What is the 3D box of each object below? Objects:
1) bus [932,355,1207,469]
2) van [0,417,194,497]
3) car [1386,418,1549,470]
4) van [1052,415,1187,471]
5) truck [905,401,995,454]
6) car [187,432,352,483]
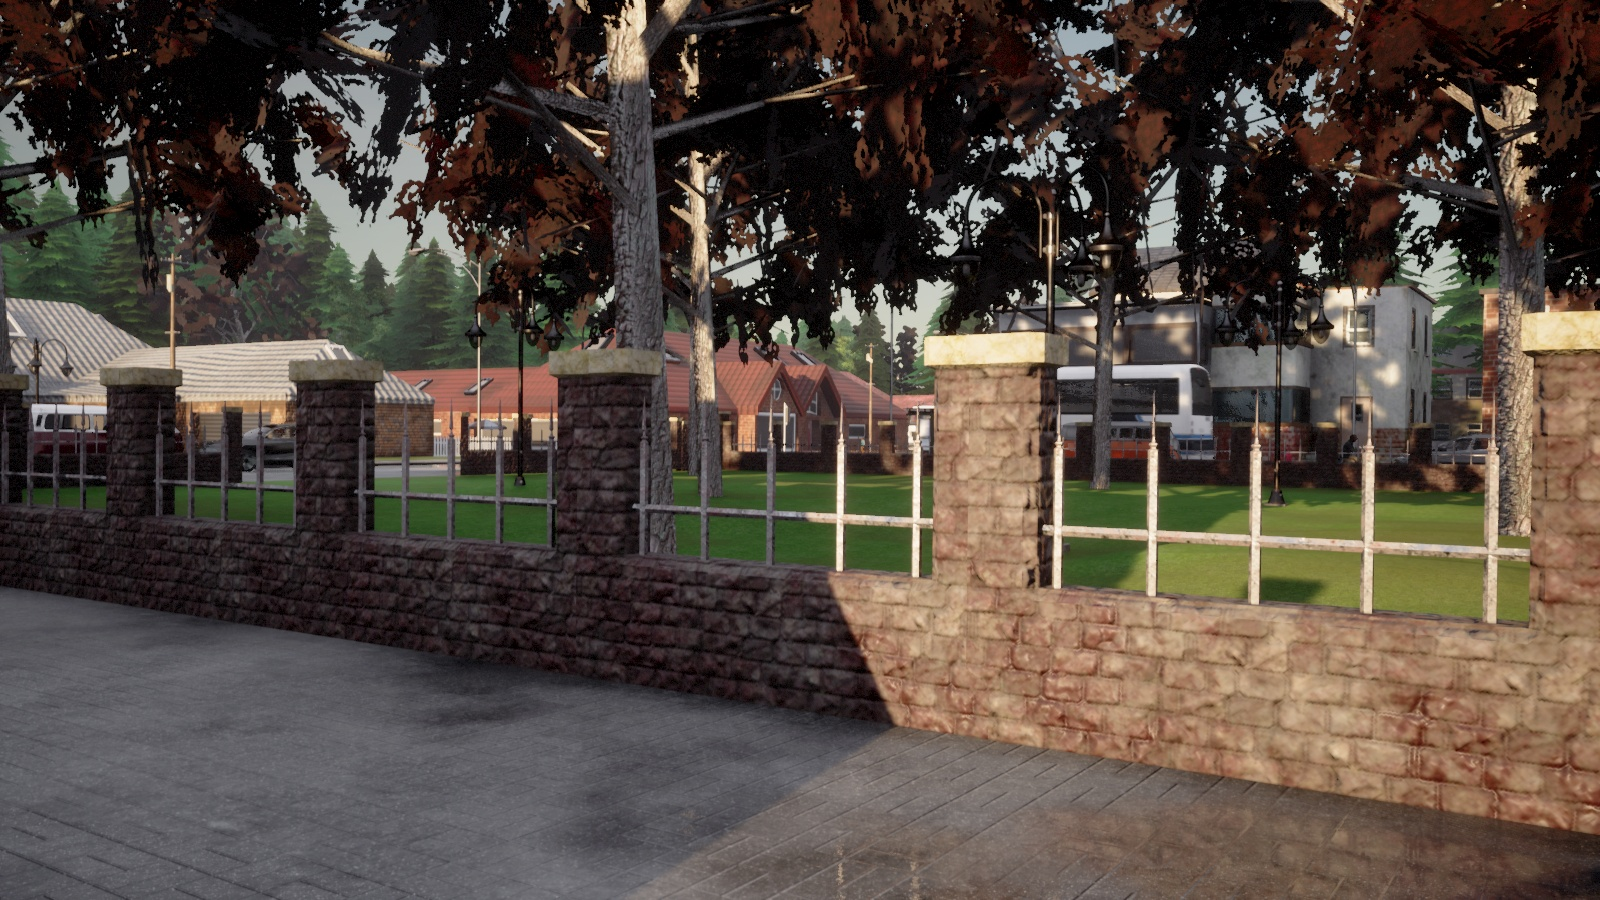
[{"bbox_3d":[10.888,-1.450,51.339,10.273,4.253,3.944,0,1,33],"label":"bus"},{"bbox_3d":[-19.401,0.149,34.519,2.069,2.038,4.480,0,1,33],"label":"van"},{"bbox_3d":[22.903,-0.221,43.143,4.611,1.667,2.242,0,1,39],"label":"car"},{"bbox_3d":[11.687,-0.254,45.979,4.442,1.987,1.775,0,1,32],"label":"van"},{"bbox_3d":[10.458,-1.540,86.712,2.891,3.462,7.936,0,1,34],"label":"truck"},{"bbox_3d":[-18.239,0.224,43.396,2.033,1.649,4.856,0,1,36],"label":"car"}]
